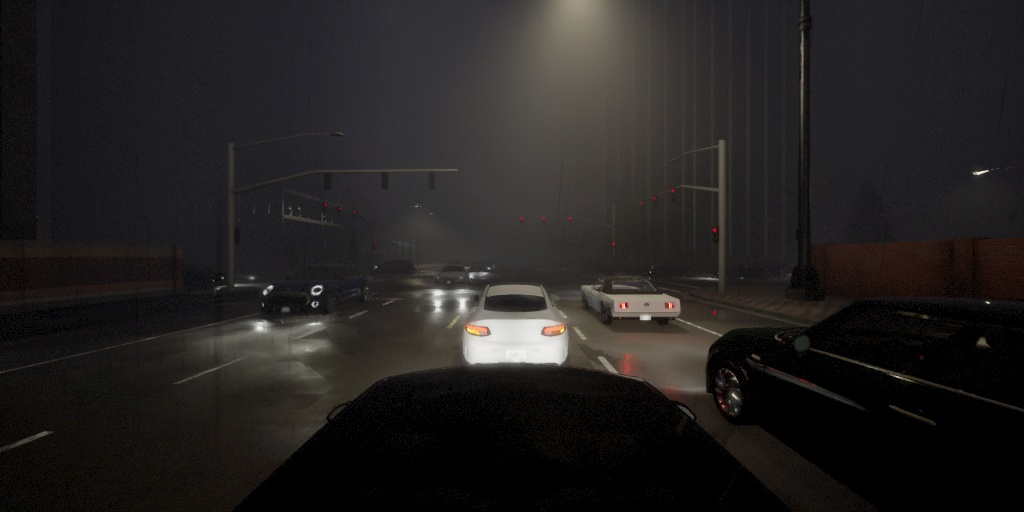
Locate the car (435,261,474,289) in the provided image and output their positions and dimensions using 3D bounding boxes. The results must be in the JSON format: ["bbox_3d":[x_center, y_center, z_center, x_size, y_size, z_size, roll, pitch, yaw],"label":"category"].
[{"bbox_3d":[-3.797,1.275,23.519,1.812,1.442,4.674,0,0,-2],"label":"car"}]

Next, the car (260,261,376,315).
[{"bbox_3d":[-7.139,1.102,13.520,2.097,1.767,4.553,0,0,-1],"label":"car"}]

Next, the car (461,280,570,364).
[{"bbox_3d":[0.059,1.276,7.566,1.812,1.442,4.674,0,0,0],"label":"car"}]

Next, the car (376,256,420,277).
[{"bbox_3d":[-12.057,1.101,36.066,4.553,1.767,2.097,0,0,-37],"label":"car"}]

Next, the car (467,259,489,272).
[{"bbox_3d":[-4.359,1.351,46.791,1.895,1.301,4.718,0,0,-1],"label":"car"}]

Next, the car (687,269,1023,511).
[{"bbox_3d":[3.599,1.102,2.881,2.097,1.767,4.553,0,0,0],"label":"car"}]

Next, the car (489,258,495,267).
[{"bbox_3d":[-4.595,1.313,63.076,1.994,1.385,4.181,0,0,-1],"label":"car"}]

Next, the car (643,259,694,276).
[{"bbox_3d":[15.338,1.102,35.136,4.553,1.767,2.097,0,0,0],"label":"car"}]

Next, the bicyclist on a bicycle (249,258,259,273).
[{"bbox_3d":[-28.409,1.051,39.501,0.582,1.620,1.656,0,0,-1],"label":"bicyclist on a bicycle"}]

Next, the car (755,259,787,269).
[{"bbox_3d":[24.230,1.102,35.218,4.553,1.767,2.097,0,0,0],"label":"car"}]

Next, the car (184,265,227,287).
[{"bbox_3d":[-21.418,1.314,24.081,4.181,1.385,1.994,0,0,0],"label":"car"}]

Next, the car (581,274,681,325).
[{"bbox_3d":[3.563,1.351,11.783,1.895,1.301,4.718,0,0,0],"label":"car"}]

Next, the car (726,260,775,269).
[{"bbox_3d":[20.189,1.314,31.681,4.181,1.385,1.994,0,0,-1],"label":"car"}]

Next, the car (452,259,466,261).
[{"bbox_3d":[-7.922,1.241,50.721,2.128,1.511,4.902,0,0,-1],"label":"car"}]
